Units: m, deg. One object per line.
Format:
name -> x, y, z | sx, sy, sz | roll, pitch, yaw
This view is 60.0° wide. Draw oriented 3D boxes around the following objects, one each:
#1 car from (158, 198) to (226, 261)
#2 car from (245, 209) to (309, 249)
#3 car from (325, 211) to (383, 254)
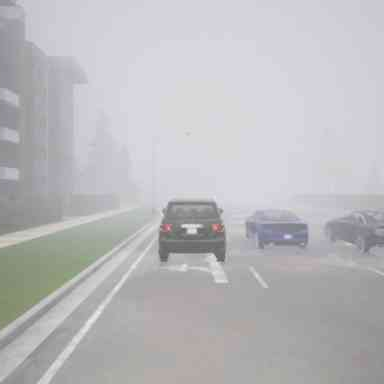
car -> 0.024, 1.224, 12.404 | 2.150, 2.045, 5.566 | 0, 0, 0
car -> 3.544, 1.478, 14.680 | 1.882, 1.535, 5.008 | 0, 0, 0
car -> 7.036, 1.493, 13.493 | 2.128, 1.511, 4.902 | 0, 0, 1
